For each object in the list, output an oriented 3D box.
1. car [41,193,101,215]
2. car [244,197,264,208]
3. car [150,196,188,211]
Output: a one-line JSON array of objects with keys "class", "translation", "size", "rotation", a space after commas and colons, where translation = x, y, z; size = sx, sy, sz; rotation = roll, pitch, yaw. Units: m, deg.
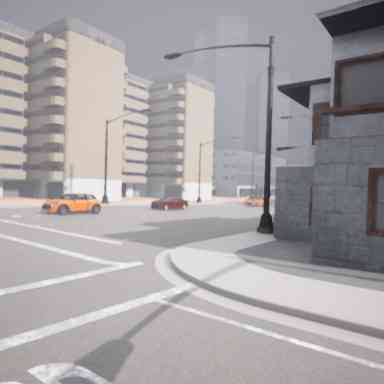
[{"class": "car", "translation": [-9.554, 0.858, 26.542], "size": [2.097, 1.767, 4.553], "rotation": [3, 1, 36]}, {"class": "car", "translation": [10.058, 1.517, 52.919], "size": [2.097, 1.767, 4.553], "rotation": [3, 1, 37]}, {"class": "car", "translation": [-2.397, 1.188, 36.215], "size": [1.882, 1.535, 5.008], "rotation": [3, 0, 37]}]
